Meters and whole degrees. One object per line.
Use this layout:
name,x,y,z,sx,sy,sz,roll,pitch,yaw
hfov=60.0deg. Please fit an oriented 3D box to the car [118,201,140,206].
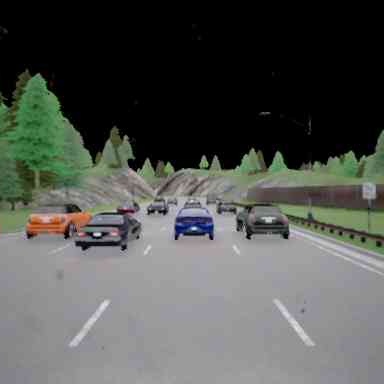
car,-6.901,1.620,36.351,1.994,1.385,4.181,0,0,0

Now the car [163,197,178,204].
car,-3.494,1.639,58.745,2.033,1.411,5.357,0,0,0

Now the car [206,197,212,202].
car,3.520,1.586,60.116,2.128,1.511,4.902,0,0,0

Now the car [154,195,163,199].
car,-7.001,1.466,71.399,2.097,1.767,4.553,0,0,0

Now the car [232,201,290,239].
car,3.600,1.379,17.729,2.097,1.767,4.553,0,0,0

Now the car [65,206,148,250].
car,-3.401,1.570,14.441,2.033,1.411,5.357,0,0,0

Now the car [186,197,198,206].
car,0.010,1.639,59.172,2.033,1.411,5.357,0,0,0

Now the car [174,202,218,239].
car,0.100,1.505,17.511,1.882,1.535,5.008,0,0,0

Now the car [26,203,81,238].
car,-6.900,1.379,17.841,2.097,1.767,4.553,0,0,0

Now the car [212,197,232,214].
car,3.600,1.547,35.714,2.128,1.511,4.902,0,0,0

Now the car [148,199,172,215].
car,-3.401,1.654,34.201,1.895,1.301,4.718,0,0,0

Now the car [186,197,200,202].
car,0.100,1.547,35.694,2.128,1.511,4.902,0,0,0
